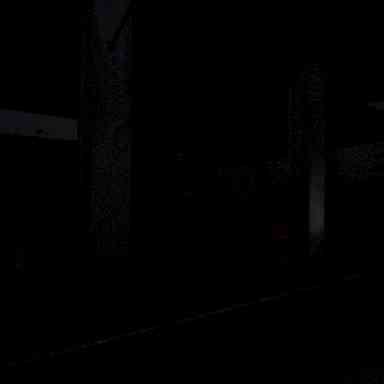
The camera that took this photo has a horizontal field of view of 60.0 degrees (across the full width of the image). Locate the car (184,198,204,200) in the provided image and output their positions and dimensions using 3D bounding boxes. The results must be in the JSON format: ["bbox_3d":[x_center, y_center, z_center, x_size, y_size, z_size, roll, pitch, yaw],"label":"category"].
[{"bbox_3d":[0.728,1.533,32.537,3.866,1.878,1.905,1,0,-36],"label":"car"}]

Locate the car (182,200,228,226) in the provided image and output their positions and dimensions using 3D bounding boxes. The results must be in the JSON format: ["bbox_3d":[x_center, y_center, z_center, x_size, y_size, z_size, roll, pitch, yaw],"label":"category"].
[{"bbox_3d":[0.526,1.651,25.407,4.611,1.667,2.242,1,0,-36],"label":"car"}]
